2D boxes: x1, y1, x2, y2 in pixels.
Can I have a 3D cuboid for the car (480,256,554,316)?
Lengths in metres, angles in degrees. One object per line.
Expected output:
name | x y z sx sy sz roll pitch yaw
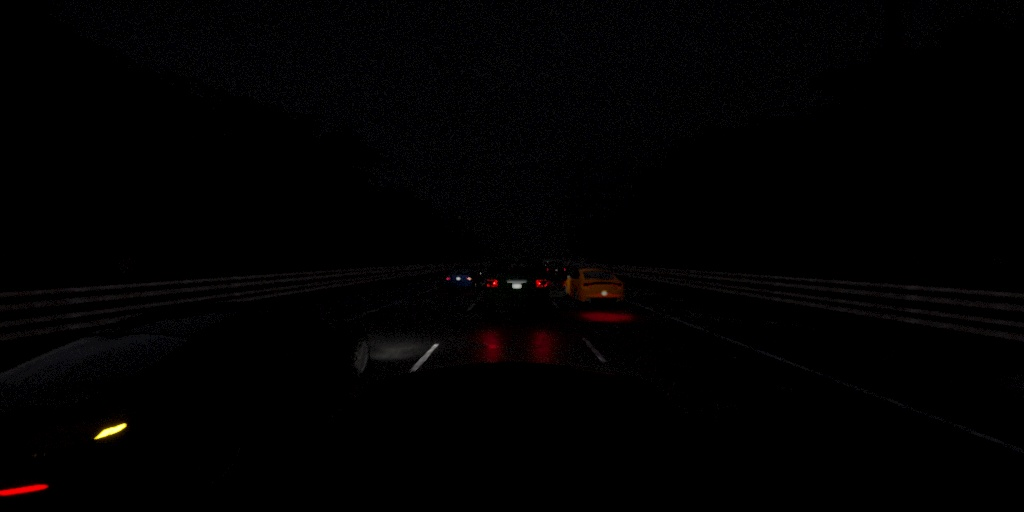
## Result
car | 0.187 1.034 13.825 2.150 2.045 5.566 0 0 1

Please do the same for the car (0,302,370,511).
car | -3.388 1.285 4.365 1.812 1.442 4.674 0 0 0

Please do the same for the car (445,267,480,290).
car | -3.139 1.422 23.870 2.033 1.411 5.357 0 0 1

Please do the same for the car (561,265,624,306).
car | 3.622 1.307 16.394 1.882 1.535 5.008 0 0 1

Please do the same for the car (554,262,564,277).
car | 4.060 1.316 34.322 2.097 1.767 4.553 0 0 2
